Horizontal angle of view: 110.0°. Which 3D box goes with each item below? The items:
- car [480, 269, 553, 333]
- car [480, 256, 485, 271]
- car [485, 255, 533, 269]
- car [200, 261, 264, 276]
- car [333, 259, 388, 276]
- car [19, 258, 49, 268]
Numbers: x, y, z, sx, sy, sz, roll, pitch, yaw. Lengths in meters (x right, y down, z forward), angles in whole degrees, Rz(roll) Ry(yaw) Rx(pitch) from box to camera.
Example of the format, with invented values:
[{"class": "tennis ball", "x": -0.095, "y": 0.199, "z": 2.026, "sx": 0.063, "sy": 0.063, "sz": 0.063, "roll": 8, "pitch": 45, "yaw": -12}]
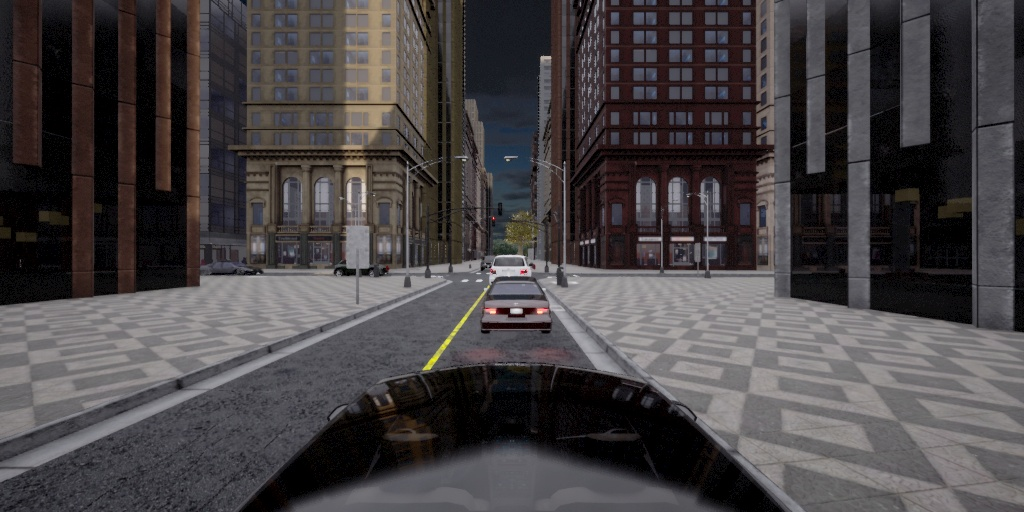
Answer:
[{"class": "car", "x": 0.092, "y": 1.297, "z": 10.638, "sx": 2.033, "sy": 1.411, "sz": 5.357, "roll": 0, "pitch": 0, "yaw": 0}, {"class": "car", "x": -3.124, "y": 0.970, "z": 49.514, "sx": 2.150, "sy": 2.045, "sz": 5.566, "roll": 0, "pitch": 0, "yaw": -1}, {"class": "car", "x": 0.019, "y": 0.971, "z": 20.883, "sx": 2.150, "sy": 2.045, "sz": 5.566, "roll": 0, "pitch": 0, "yaw": 4}, {"class": "car", "x": -26.268, "y": 1.214, "z": 33.370, "sx": 5.357, "sy": 1.411, "sz": 2.033, "roll": 0, "pitch": 0, "yaw": 0}, {"class": "car", "x": -13.986, "y": 1.053, "z": 33.370, "sx": 4.553, "sy": 1.767, "sz": 2.097, "roll": 0, "pitch": 0, "yaw": 0}, {"class": "car", "x": -46.311, "y": 0.973, "z": 33.430, "sx": 4.553, "sy": 1.767, "sz": 2.097, "roll": 0, "pitch": 0, "yaw": 1}]
